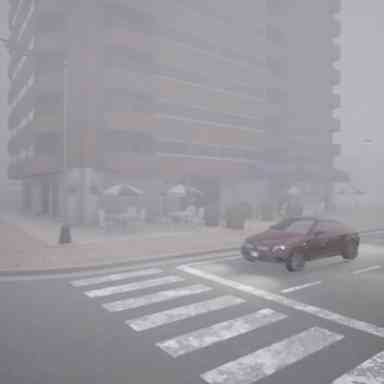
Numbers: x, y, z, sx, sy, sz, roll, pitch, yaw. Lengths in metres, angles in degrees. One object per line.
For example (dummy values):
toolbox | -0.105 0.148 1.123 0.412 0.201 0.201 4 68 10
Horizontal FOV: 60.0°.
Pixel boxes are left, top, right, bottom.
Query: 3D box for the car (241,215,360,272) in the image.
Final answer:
car | 3.704 1.523 10.922 4.674 1.442 1.812 0 0 -35
